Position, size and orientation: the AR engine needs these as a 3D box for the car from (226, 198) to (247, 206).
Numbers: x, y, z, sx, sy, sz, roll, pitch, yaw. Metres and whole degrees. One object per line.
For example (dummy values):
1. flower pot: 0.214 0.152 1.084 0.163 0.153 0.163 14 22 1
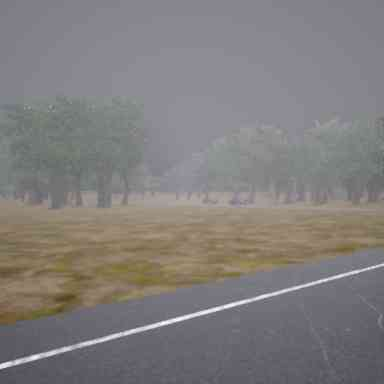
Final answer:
1. car: 8.968 2.019 67.086 1.837 1.490 4.892 2 -3 -34

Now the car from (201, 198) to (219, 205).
1. car: 4.006 2.035 74.262 1.837 1.490 4.892 2 -2 -34
